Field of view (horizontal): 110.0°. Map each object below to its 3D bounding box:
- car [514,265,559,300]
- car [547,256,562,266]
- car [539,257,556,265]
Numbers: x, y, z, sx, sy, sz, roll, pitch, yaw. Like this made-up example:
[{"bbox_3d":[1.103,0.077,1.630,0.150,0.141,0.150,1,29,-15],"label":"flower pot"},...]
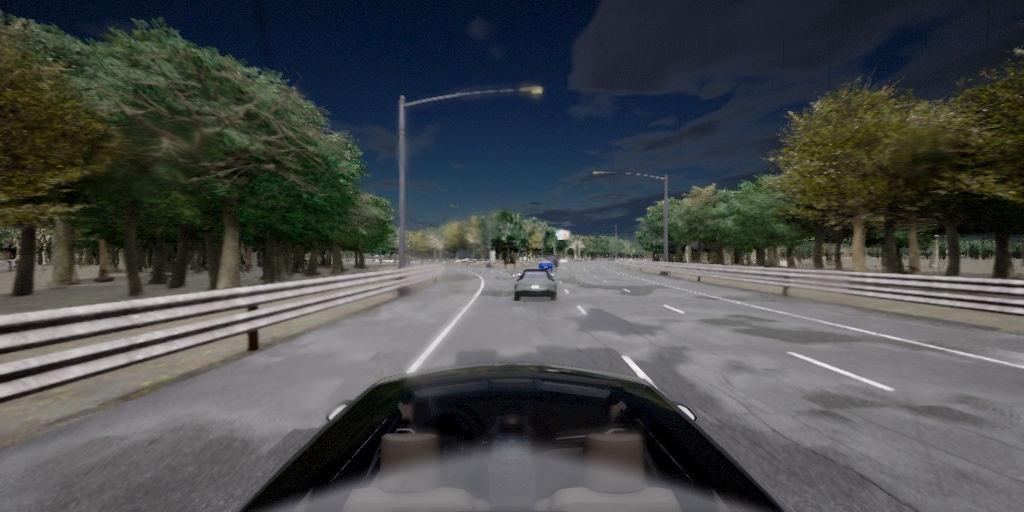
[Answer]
[{"bbox_3d":[1.185,1.322,17.744,1.994,1.385,4.181,0,0,4],"label":"car"},{"bbox_3d":[7.261,1.012,64.194,2.150,2.045,5.566,0,0,11],"label":"car"},{"bbox_3d":[4.594,1.255,48.211,1.882,1.535,5.008,0,0,9],"label":"car"}]
